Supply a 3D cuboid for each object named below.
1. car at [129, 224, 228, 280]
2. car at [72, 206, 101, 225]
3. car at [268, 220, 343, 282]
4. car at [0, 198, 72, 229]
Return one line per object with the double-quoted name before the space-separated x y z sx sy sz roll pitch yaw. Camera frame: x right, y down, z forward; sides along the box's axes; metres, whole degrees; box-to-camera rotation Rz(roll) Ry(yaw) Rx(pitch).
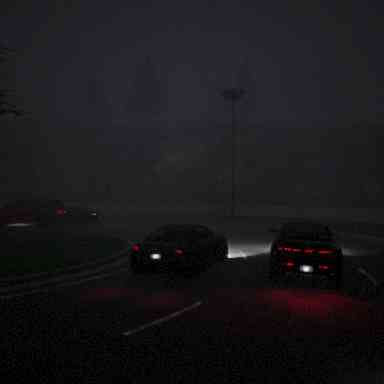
"car" -0.229 1.697 10.614 1.994 1.385 4.181 0 -1 22
"car" -9.558 1.808 26.241 4.674 1.442 1.812 0 -1 3
"car" 3.472 1.654 10.444 1.837 1.490 4.892 2 0 16
"car" -11.511 1.451 22.746 5.566 2.045 2.150 0 -2 -8
